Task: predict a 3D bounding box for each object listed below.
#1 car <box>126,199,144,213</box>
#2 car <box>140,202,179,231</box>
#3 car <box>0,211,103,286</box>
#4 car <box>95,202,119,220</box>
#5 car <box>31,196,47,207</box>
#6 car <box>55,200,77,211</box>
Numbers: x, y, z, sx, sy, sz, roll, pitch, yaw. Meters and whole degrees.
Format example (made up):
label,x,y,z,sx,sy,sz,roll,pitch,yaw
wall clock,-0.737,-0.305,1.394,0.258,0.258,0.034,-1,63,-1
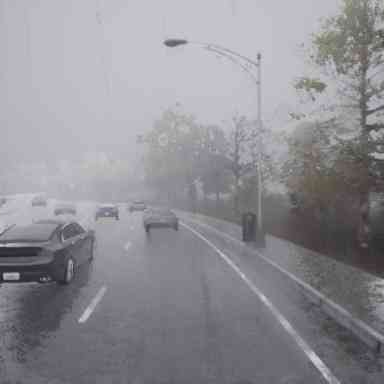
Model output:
label,x,y,z,sx,sy,sz,roll,pitch,yaw
car,-6.322,1.514,37.557,2.128,1.511,4.902,0,0,-18
car,-2.022,1.573,20.722,1.994,1.385,4.181,0,0,-10
car,-3.990,1.518,9.392,1.837,1.490,4.892,0,0,-5
car,-7.211,1.547,28.272,1.812,1.442,4.674,0,0,-14
car,-23.899,1.459,51.941,2.097,1.767,4.553,0,0,-28
car,-12.174,1.555,32.274,1.812,1.442,4.674,0,0,-17
